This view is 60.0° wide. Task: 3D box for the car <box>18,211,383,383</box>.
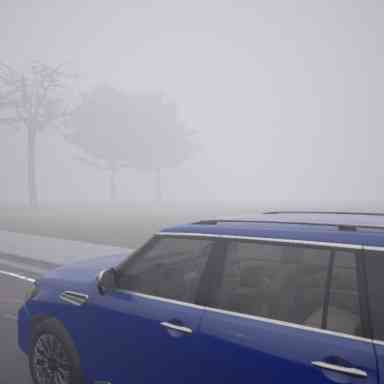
[{"bbox_3d":[0.568,1.222,3.286,5.566,2.045,2.150,0,0,35],"label":"car"}]
